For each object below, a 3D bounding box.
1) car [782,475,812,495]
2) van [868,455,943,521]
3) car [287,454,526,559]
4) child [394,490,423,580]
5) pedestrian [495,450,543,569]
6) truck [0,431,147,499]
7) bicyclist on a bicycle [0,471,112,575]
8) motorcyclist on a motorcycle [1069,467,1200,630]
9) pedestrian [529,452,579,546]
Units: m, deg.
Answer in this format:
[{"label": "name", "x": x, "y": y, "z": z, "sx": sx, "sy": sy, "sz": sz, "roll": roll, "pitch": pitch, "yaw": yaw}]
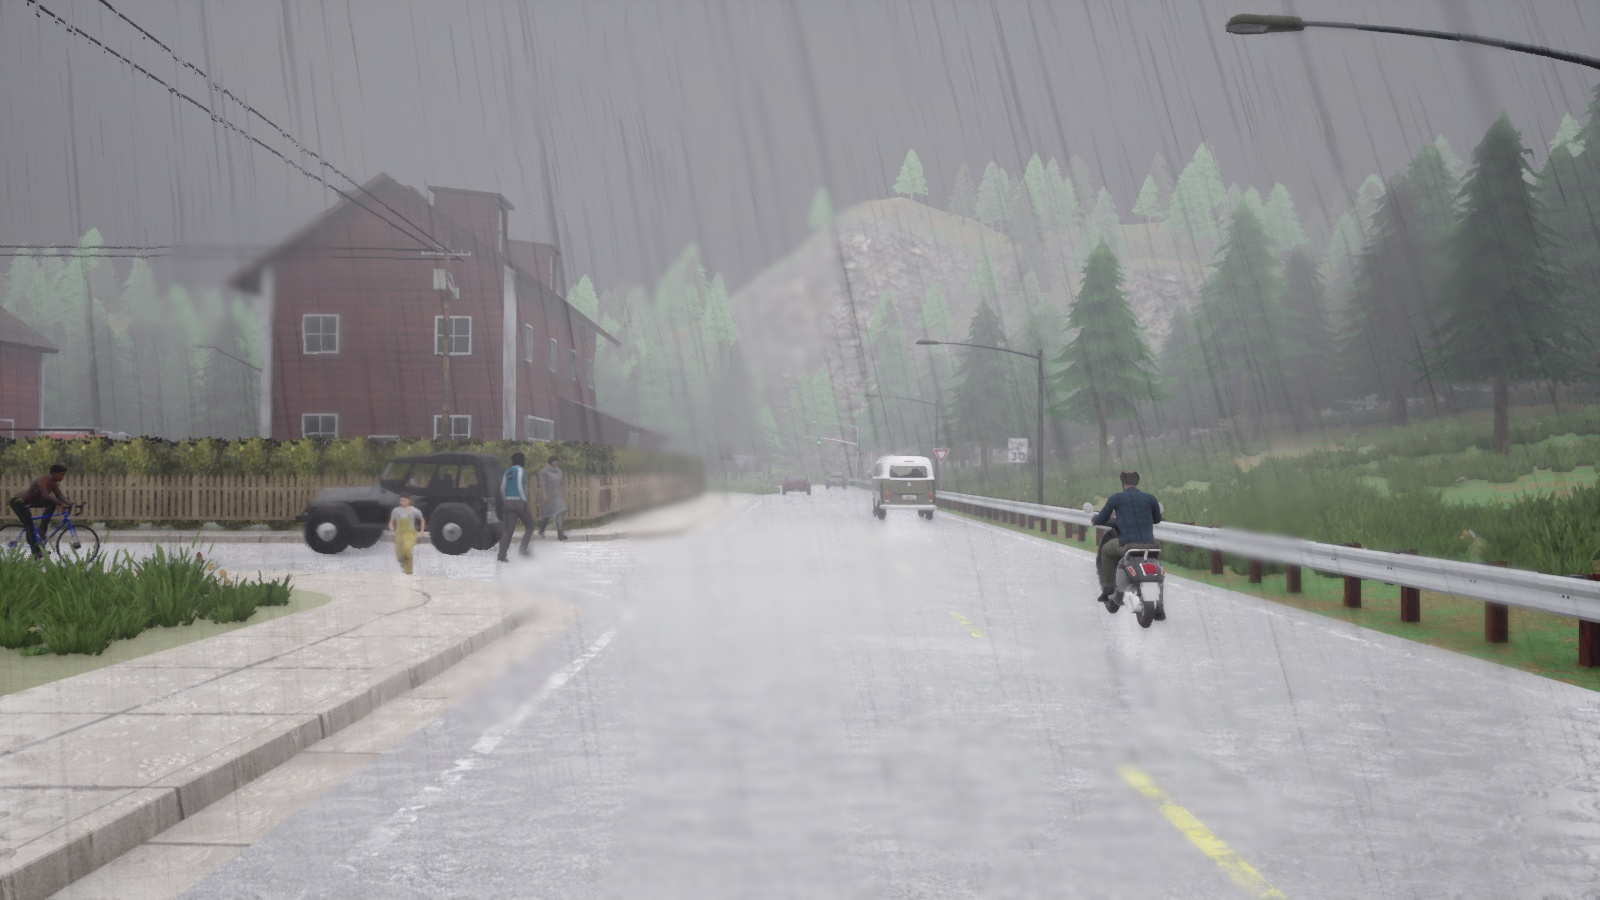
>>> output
[{"label": "car", "x": -0.202, "y": 2.270, "z": 81.580, "sx": 1.895, "sy": 1.301, "sz": 4.718, "roll": 0, "pitch": -1, "yaw": 0}, {"label": "van", "x": 3.397, "y": 1.215, "z": 41.224, "sx": 2.069, "sy": 2.038, "sz": 4.480, "roll": 0, "pitch": -1, "yaw": 0}, {"label": "car", "x": -7.316, "y": 1.035, "z": 23.613, "sx": 3.866, "sy": 1.878, "sz": 1.905, "roll": 0, "pitch": -1, "yaw": 2}, {"label": "child", "x": -5.594, "y": 1.203, "z": 17.958, "sx": 0.270, "sy": 1.263, "sz": 0.437, "roll": 0, "pitch": -1, "yaw": 1}, {"label": "pedestrian", "x": -4.628, "y": 0.965, "z": 20.688, "sx": 0.396, "sy": 1.930, "sz": 0.692, "roll": -1, "pitch": -1, "yaw": 30}, {"label": "truck", "x": -42.665, "y": 0.893, "z": 72.414, "sx": 8.468, "sy": 3.827, "sz": 2.891, "roll": 0, "pitch": -1, "yaw": 0}, {"label": "bicyclist on a bicycle", "x": -11.901, "y": 1.148, "z": 19.880, "sx": 1.656, "sy": 1.620, "sz": 0.582, "roll": 0, "pitch": -1, "yaw": -5}, {"label": "motorcyclist on a motorcycle", "x": 3.466, "y": 0.975, "z": 13.195, "sx": 0.866, "sy": 1.590, "sz": 1.817, "roll": 0, "pitch": -1, "yaw": 0}, {"label": "pedestrian", "x": -5.218, "y": 1.019, "z": 26.634, "sx": 0.659, "sy": 1.952, "sz": 0.873, "roll": 1, "pitch": -1, "yaw": -44}]
